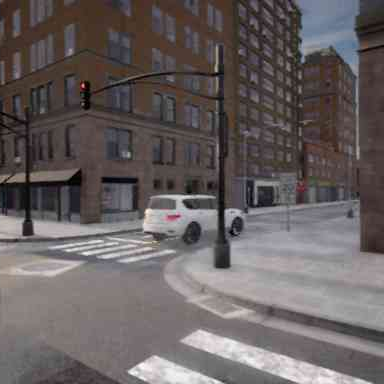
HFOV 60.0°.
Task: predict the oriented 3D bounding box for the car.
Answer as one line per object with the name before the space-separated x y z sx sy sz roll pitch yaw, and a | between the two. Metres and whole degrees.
car | 0.260 1.150 15.470 2.150 2.045 5.566 -1 0 41
